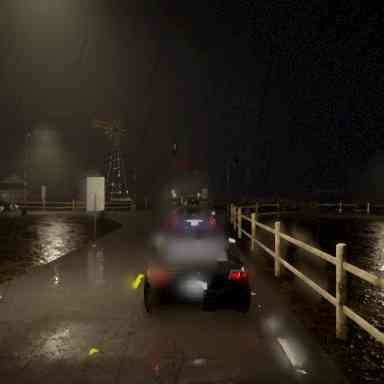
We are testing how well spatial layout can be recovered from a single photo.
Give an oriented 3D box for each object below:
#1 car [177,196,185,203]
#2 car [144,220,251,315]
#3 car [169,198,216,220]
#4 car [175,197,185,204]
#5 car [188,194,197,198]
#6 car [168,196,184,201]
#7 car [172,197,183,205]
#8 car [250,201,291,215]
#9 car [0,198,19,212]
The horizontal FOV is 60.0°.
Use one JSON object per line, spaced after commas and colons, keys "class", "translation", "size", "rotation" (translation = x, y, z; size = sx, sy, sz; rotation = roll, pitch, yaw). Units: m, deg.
{"class": "car", "translation": [-2.700, 1.883, 85.280], "size": [1.882, 1.535, 5.008], "rotation": [0, 0, 0]}
{"class": "car", "translation": [0.101, 1.573, 7.678], "size": [1.994, 1.385, 4.181], "rotation": [0, 0, 0]}
{"class": "car", "translation": [0.104, 1.380, 16.321], "size": [2.097, 1.767, 4.553], "rotation": [0, 0, 0]}
{"class": "car", "translation": [-2.709, 1.879, 75.151], "size": [1.994, 1.385, 4.181], "rotation": [0, 0, 0]}
{"class": "car", "translation": [0.174, 1.566, 59.346], "size": [2.097, 1.767, 4.553], "rotation": [0, 0, -1]}
{"class": "car", "translation": [-2.813, 1.681, 55.396], "size": [2.128, 1.511, 4.902], "rotation": [0, 0, 0]}
{"class": "car", "translation": [-2.757, 1.731, 65.200], "size": [1.882, 1.535, 5.008], "rotation": [0, 0, 1]}
{"class": "car", "translation": [8.982, 1.809, 38.235], "size": [4.674, 1.442, 1.812], "rotation": [1, -1, 10]}
{"class": "car", "translation": [-20.292, 1.292, 34.000], "size": [4.892, 1.490, 1.837], "rotation": [1, -2, 0]}
